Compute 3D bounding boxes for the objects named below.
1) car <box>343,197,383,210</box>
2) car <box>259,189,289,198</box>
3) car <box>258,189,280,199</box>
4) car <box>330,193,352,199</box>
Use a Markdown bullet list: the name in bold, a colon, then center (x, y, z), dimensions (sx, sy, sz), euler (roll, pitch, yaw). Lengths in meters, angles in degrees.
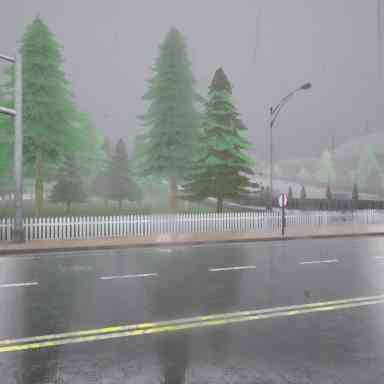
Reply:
- **car**: center (19.151, 1.540, 35.415), dimensions (2.033, 1.411, 5.357), euler (0, 0, -19)
- **car**: center (13.126, 0.615, 52.682), dimensions (2.150, 2.045, 5.566), euler (0, 4, -19)
- **car**: center (14.041, 0.313, 60.840), dimensions (1.994, 1.385, 4.181), euler (0, 6, -19)
- **car**: center (20.146, 1.150, 43.152), dimensions (2.150, 2.045, 5.566), euler (0, 1, -19)
